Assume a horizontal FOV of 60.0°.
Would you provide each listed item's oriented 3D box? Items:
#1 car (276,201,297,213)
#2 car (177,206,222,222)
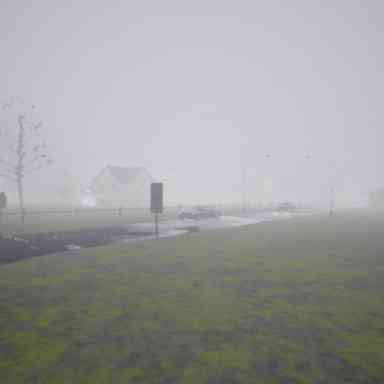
[{"bbox_3d":[13.735,2.156,48.213,1.837,1.490,4.892,1,-1,36],"label":"car"},{"bbox_3d":[0.741,1.953,30.023,1.895,1.301,4.718,1,0,35],"label":"car"}]
